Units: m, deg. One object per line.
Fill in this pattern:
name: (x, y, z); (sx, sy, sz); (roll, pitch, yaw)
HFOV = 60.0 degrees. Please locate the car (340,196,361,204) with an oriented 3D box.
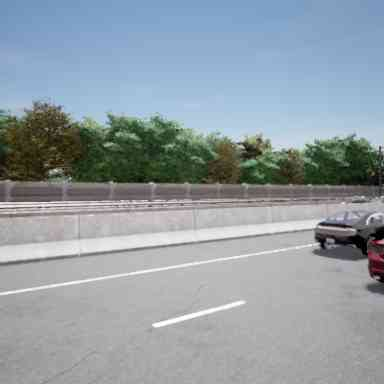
car: (22.018, 1.348, 45.010); (4.902, 1.511, 2.128); (0, 0, -34)

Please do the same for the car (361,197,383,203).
car: (23.886, 1.384, 42.052); (4.674, 1.442, 1.812); (0, 0, -34)

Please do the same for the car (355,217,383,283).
car: (6.399, 1.456, 8.336); (5.008, 1.535, 1.882); (-1, 0, -35)

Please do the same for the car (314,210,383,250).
car: (6.758, 1.461, 12.876); (4.902, 1.511, 2.128); (0, 0, -35)
